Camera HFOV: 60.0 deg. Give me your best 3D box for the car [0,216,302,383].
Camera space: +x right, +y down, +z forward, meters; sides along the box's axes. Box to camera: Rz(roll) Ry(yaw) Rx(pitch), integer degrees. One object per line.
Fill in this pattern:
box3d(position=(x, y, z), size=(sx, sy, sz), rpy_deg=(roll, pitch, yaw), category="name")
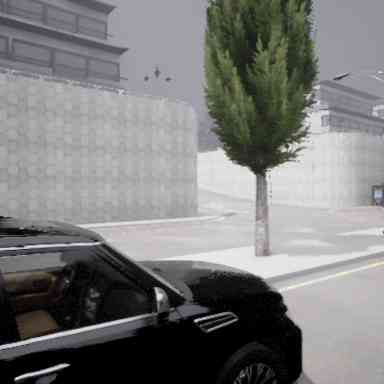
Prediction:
box3d(position=(-1.527, 1.220, 2.658), size=(5.566, 2.045, 2.150), rpy_deg=(0, 0, -35), category="car")
